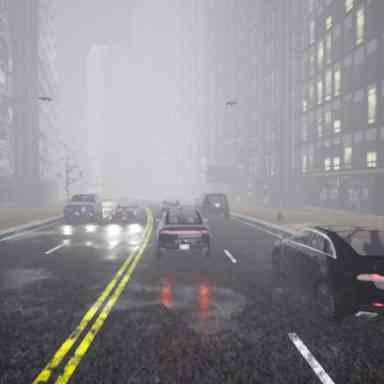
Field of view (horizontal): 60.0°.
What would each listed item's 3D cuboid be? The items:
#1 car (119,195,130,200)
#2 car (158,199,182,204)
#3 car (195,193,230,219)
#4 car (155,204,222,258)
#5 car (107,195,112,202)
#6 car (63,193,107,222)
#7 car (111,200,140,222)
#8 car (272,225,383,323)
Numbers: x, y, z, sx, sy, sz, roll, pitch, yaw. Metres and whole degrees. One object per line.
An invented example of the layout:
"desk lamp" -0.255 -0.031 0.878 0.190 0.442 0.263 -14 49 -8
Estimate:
"car" -13.118 1.302 64.753 1.895 1.301 4.718 0 0 -16
"car" -1.838 1.355 28.171 2.128 1.511 4.902 0 0 -7
"car" 1.560 1.077 27.347 2.150 2.045 5.566 0 0 -7
"car" -0.364 1.433 12.472 2.128 1.511 4.902 0 0 -3
"car" -16.845 1.258 65.820 2.033 1.411 5.357 0 0 -17
"car" -8.252 1.123 25.650 2.150 2.045 5.566 0 0 -7
"car" -4.913 1.493 25.070 1.895 1.301 4.718 0 0 -7
"car" 3.134 1.452 7.129 2.128 1.511 4.902 0 0 -2
